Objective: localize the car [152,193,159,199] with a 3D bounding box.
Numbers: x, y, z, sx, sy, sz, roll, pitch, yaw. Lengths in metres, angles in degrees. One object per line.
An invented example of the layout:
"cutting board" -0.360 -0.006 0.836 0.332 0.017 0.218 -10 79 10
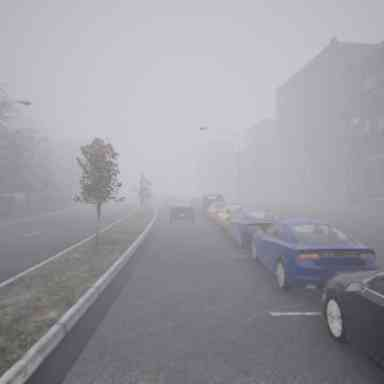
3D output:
"car" -8.313 1.108 85.876 2.231 1.521 4.892 0 0 -14

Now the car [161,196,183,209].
"car" -2.549 1.505 42.803 1.895 1.301 4.718 0 0 -7

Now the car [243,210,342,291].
"car" 2.941 1.480 9.087 2.097 1.535 5.008 0 0 -1

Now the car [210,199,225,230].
"car" 2.533 1.469 20.401 1.946 1.575 5.366 0 0 -2

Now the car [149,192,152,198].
"car" -9.679 1.100 91.257 2.002 1.452 4.674 0 0 -14

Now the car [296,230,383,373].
"car" 3.039 1.482 3.525 2.231 1.521 4.892 0 0 0

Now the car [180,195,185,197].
"car" -0.234 1.363 48.102 1.946 1.575 5.366 0 0 -8

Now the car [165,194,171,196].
"car" -3.433 1.291 65.874 2.163 1.488 4.792 0 0 -11

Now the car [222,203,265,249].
"car" 2.788 1.478 14.653 2.097 1.535 5.008 0 0 -2

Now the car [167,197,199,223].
"car" -0.816 1.454 25.644 1.882 1.535 5.008 0 0 -4

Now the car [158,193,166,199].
"car" -5.610 1.195 75.222 2.097 1.535 5.008 0 0 -14

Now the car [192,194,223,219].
"car" 1.747 1.194 31.347 2.435 2.045 5.566 0 0 -5
